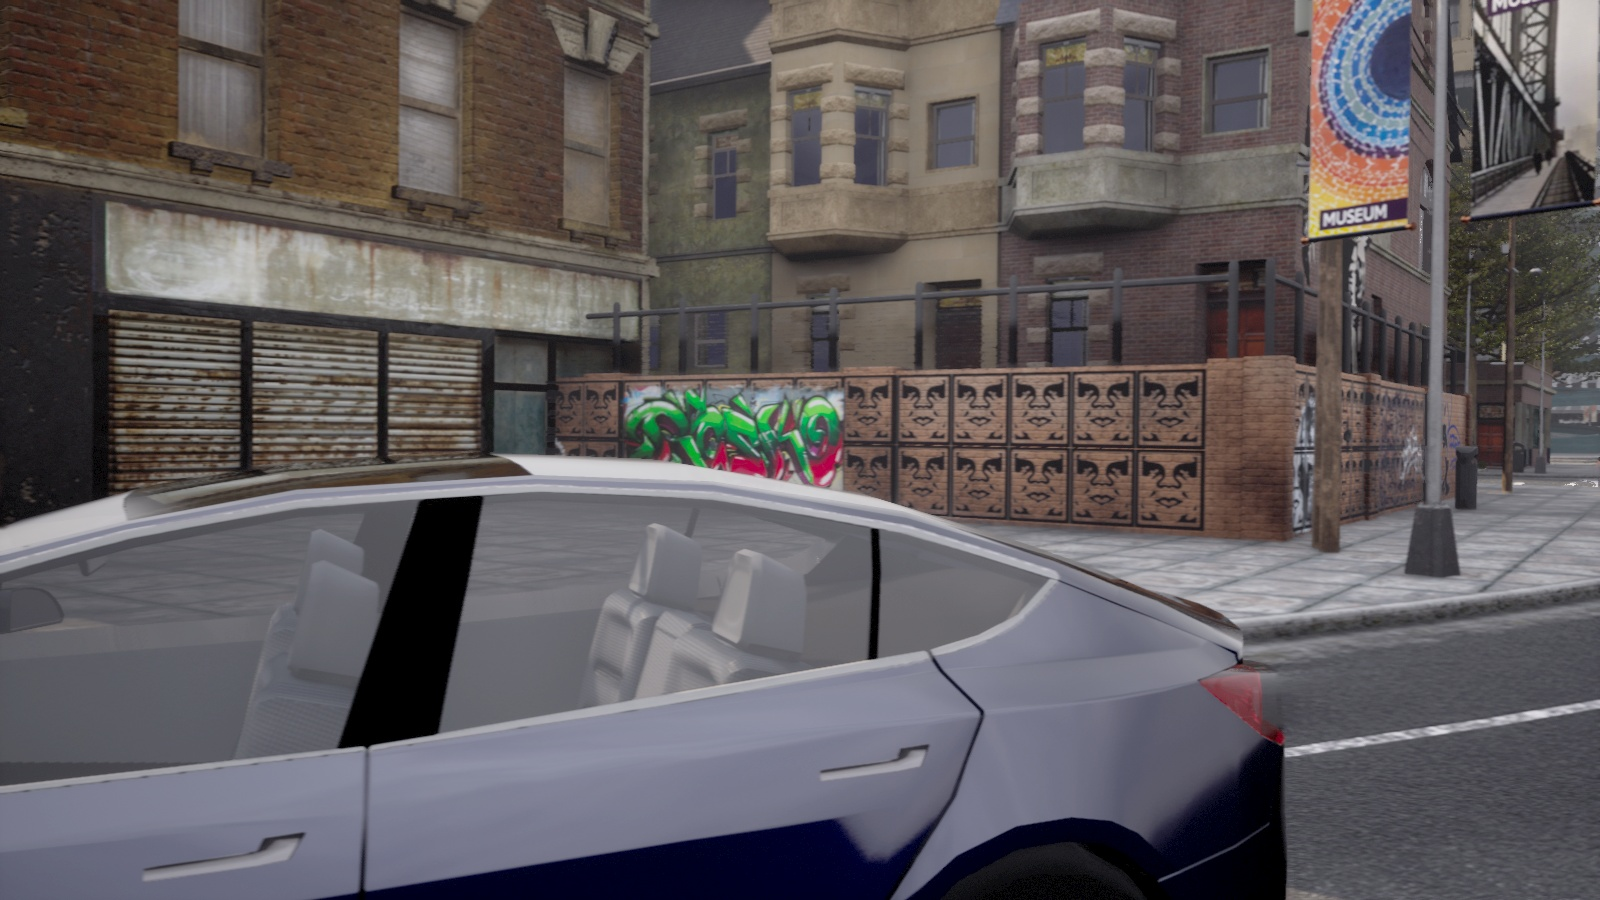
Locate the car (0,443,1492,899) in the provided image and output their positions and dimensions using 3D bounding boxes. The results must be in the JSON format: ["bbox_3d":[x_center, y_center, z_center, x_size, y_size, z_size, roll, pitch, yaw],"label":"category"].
[{"bbox_3d":[-1.171,0.768,2.780,4.792,1.488,2.163,-1,1,-21],"label":"car"}]
